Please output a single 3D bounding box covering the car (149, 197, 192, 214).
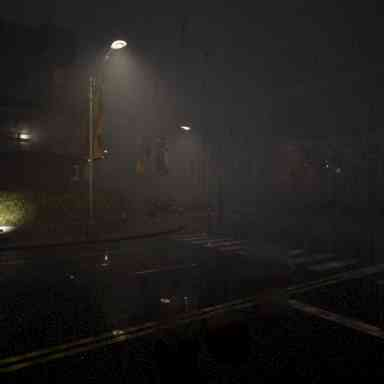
[{"bbox_3d":[-2.373,1.526,35.002,1.812,1.442,4.674,0,0,-35],"label":"car"}]

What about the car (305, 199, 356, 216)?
[{"bbox_3d":[13.464,1.477,32.691,1.882,1.535,5.008,0,0,-35],"label":"car"}]

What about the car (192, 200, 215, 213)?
[{"bbox_3d":[0.711,1.564,36.697,1.994,1.385,4.181,0,0,-35],"label":"car"}]

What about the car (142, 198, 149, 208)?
[{"bbox_3d":[-5.089,1.492,45.125,2.128,1.511,4.902,0,0,-34],"label":"car"}]
